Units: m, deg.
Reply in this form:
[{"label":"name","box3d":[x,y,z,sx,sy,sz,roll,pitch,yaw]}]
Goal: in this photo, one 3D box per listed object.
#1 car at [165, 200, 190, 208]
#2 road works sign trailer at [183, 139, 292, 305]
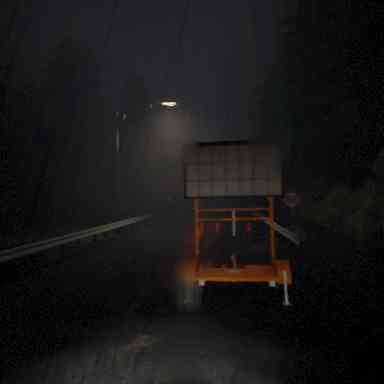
[{"label":"car","box3d":[-2.779,2.315,63.254,4.902,1.511,2.128,-1,-1,18]},{"label":"road works sign trailer","box3d":[1.030,0.542,8.261,2.380,3.560,2.880,-1,-1,6]}]
